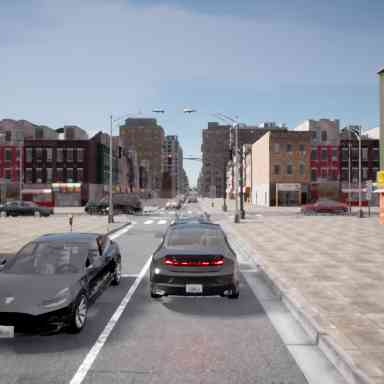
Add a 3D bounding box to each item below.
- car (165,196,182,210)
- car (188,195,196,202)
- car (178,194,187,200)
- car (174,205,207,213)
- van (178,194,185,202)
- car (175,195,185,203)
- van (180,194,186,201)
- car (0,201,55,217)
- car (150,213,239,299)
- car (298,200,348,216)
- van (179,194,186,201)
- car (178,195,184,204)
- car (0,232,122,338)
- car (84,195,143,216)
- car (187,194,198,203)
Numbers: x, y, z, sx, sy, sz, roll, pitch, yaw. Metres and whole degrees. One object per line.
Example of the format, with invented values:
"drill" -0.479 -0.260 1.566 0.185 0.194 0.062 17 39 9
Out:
"car" -2.596 1.571 44.391 1.752 1.417 4.829 0 0 0
"car" 0.072 1.647 84.367 1.882 1.535 5.008 0 0 0
"car" -2.576 1.547 66.982 1.967 1.590 4.097 0 0 0
"car" 0.043 1.608 17.681 1.895 1.301 4.718 0 0 1
"van" -2.561 1.508 83.799 1.690 1.788 3.998 0 0 0
"car" -2.571 1.566 72.587 1.967 1.590 4.097 0 0 0
"van" -2.551 1.551 95.010 1.690 1.788 3.998 0 0 0
"car" -14.739 1.539 29.474 4.892 1.490 1.837 0 0 0
"car" 0.078 1.507 8.470 1.837 1.490 4.892 0 0 1
"car" 12.702 1.532 32.360 4.674 1.442 1.812 0 0 0
"van" -2.556 1.529 89.404 1.690 1.788 3.998 0 0 0
"car" -2.591 1.604 50.165 1.887 1.381 4.507 0 0 0
"car" -2.628 1.567 6.791 1.947 1.339 4.313 0 0 0
"car" -7.544 1.268 32.403 5.566 2.045 2.150 0 0 0
"car" 0.120 1.681 71.335 1.994 1.385 4.181 0 0 0
